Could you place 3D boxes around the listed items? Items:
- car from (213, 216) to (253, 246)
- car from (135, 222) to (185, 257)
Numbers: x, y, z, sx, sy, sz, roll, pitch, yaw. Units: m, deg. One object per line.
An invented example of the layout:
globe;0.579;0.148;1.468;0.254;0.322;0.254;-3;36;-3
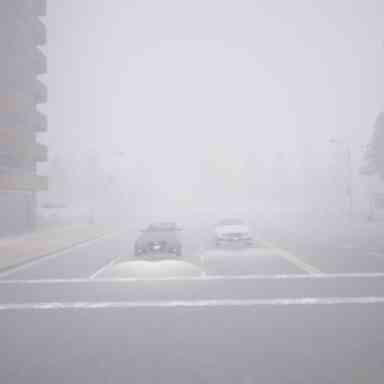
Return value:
car;2.169;2.095;18.581;1.812;1.442;4.674;-1;-2;1
car;-1.387;2.114;15.478;1.994;1.385;4.181;-1;-2;1
